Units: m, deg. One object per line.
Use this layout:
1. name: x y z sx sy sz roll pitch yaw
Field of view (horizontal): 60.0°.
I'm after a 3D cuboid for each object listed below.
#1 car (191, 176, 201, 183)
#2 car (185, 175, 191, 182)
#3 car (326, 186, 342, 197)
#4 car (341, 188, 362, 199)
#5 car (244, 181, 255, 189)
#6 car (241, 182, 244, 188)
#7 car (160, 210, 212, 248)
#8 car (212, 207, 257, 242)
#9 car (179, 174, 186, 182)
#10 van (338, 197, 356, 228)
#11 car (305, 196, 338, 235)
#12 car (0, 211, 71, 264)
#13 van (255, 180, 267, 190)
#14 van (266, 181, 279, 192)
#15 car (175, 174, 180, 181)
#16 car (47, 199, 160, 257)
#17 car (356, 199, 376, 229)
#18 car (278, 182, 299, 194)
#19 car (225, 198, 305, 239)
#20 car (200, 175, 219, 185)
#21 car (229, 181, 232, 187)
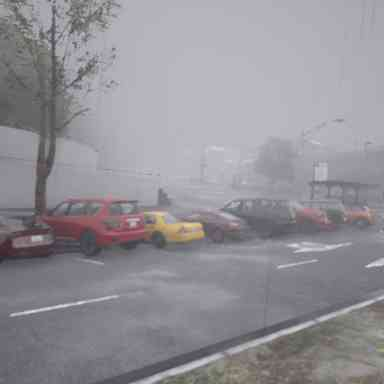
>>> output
1. car: 2.974 -3.205 84.297 2.435 2.045 5.566 7 3 34
2. car: 1.182 -3.357 86.765 2.185 1.767 4.553 6 2 34
3. car: 23.734 0.064 54.763 2.435 2.045 5.566 7 3 35
4. car: 25.419 0.626 52.287 2.002 1.452 4.674 7 3 35
5. car: 13.480 -1.318 69.728 1.946 1.575 5.366 7 3 35
6. car: 11.652 -1.551 72.050 2.002 1.452 4.674 8 3 35
7. car: -1.997 1.570 15.293 5.366 1.575 1.946 -1 -1 35
8. car: 0.610 1.645 16.919 4.674 1.452 2.002 -1 -1 35
9. car: -0.545 -3.591 89.237 2.185 1.767 4.553 4 0 34
10. van: 8.094 1.481 22.048 4.442 1.987 1.878 -1 -2 35
11. car: 5.555 1.422 20.380 5.566 2.045 2.435 -1 -2 35
12. car: -6.764 1.534 11.723 4.792 1.488 2.163 -1 -1 35
13. van: 15.053 -1.273 66.995 1.878 1.987 4.442 8 3 35
14. van: 16.778 -1.000 64.521 1.878 1.987 4.442 8 3 35
15. car: -2.313 -3.869 91.587 2.435 2.045 5.566 1 -2 34
16. car: -4.316 1.287 13.469 5.566 2.045 2.435 -1 -1 35
17. car: 10.503 1.616 23.796 4.553 1.767 2.185 -1 -1 35
18. car: 18.532 -0.501 62.155 2.231 1.521 4.892 7 3 35
19. car: 3.040 1.388 18.677 5.566 2.045 2.435 -1 -1 35
20. car: 4.819 -2.681 82.033 1.946 1.575 5.366 7 3 34
21. car: 9.913 -1.824 74.515 2.002 1.452 4.674 7 3 35
